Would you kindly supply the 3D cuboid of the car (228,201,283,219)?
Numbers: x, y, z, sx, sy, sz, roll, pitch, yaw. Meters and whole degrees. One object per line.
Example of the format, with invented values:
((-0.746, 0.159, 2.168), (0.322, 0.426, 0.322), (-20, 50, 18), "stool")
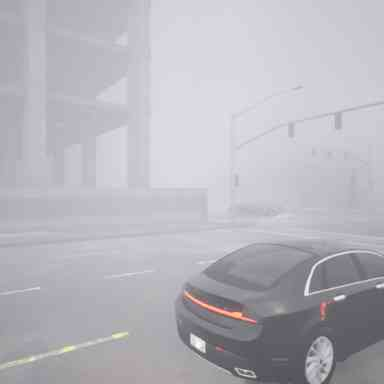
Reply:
((5.394, 1.596, 29.658), (1.895, 1.301, 4.718), (0, 0, -34), "car")

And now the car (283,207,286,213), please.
((7.271, 1.558, 33.210), (1.994, 1.385, 4.181), (0, 0, -36), "car")

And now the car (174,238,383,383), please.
((2.052, 1.504, 5.255), (4.892, 1.490, 1.837), (0, 0, -35), "car")
